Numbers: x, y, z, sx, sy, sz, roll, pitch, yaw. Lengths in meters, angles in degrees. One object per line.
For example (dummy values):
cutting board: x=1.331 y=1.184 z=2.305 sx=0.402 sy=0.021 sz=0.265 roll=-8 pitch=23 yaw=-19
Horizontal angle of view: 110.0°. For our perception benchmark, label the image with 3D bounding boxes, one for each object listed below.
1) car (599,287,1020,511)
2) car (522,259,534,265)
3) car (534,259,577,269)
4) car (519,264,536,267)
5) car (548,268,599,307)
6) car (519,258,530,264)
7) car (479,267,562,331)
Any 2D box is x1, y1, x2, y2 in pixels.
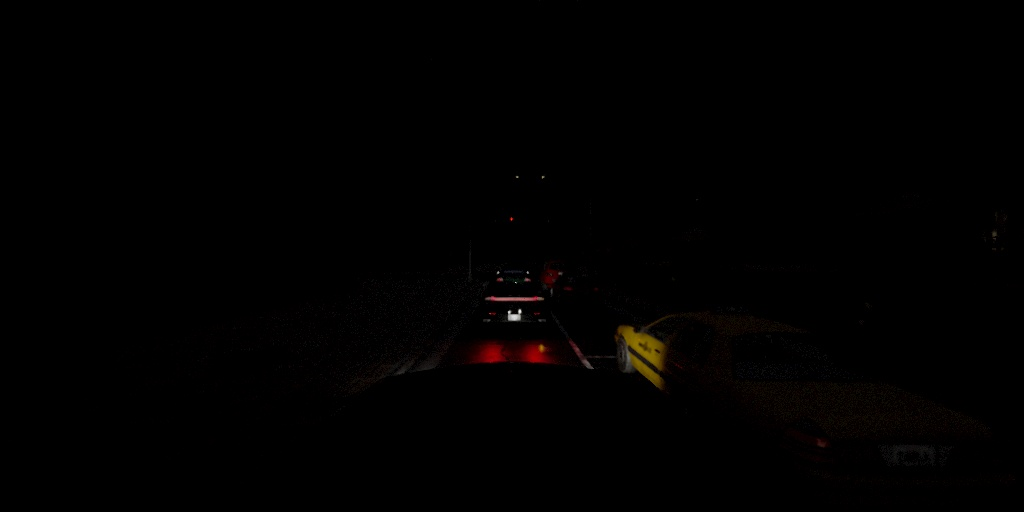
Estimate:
car: x=2.644 y=1.281 z=4.666 sx=1.751 sy=1.417 sz=4.829 roll=0 pitch=0 yaw=0
car: x=2.722 y=1.442 z=47.273 sx=1.888 sy=1.381 sz=4.507 roll=0 pitch=0 yaw=0
car: x=2.674 y=1.113 z=20.843 sx=2.192 sy=1.841 sz=5.009 roll=0 pitch=0 yaw=0
car: x=0.063 y=1.359 z=19.964 sx=1.994 sy=1.385 sz=4.181 roll=0 pitch=0 yaw=-1
car: x=2.664 y=1.364 z=15.395 sx=1.802 sy=1.307 sz=4.207 roll=0 pitch=0 yaw=0
car: x=2.752 y=1.520 z=63.584 sx=1.888 sy=1.381 sz=4.507 roll=0 pitch=0 yaw=0
car: x=0.082 y=1.262 z=11.000 sx=2.128 sy=1.511 sz=4.902 roll=0 pitch=0 yaw=1
